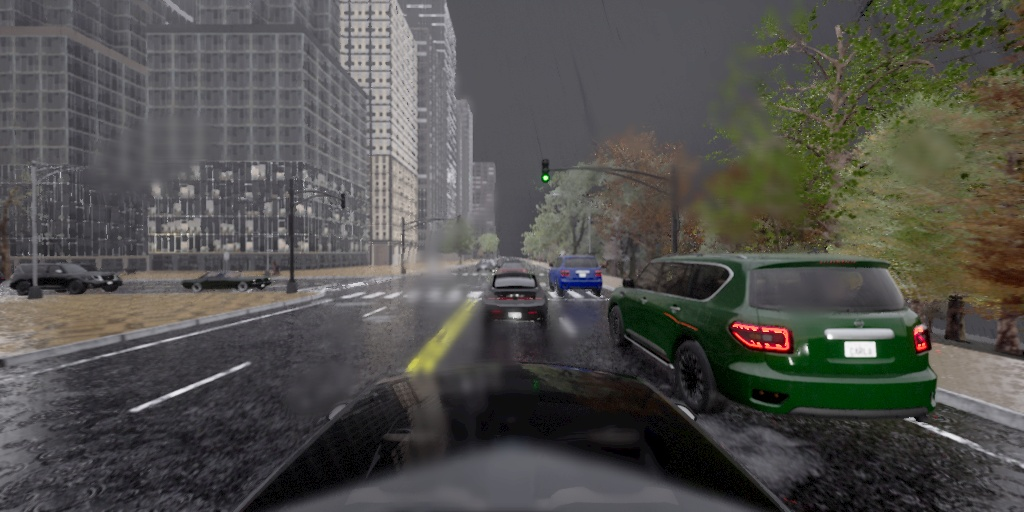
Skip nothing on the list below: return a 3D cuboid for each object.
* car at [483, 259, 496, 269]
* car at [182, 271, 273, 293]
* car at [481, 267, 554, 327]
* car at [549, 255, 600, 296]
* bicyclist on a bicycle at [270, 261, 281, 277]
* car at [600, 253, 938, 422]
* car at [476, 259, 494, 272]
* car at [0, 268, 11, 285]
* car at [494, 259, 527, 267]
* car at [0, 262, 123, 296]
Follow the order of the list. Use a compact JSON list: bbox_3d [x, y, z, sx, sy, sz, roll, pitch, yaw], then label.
[{"bbox_3d":[-3.500,1.273,56.213,1.812,1.442,4.674,0,0,0],"label":"car"},{"bbox_3d":[-18.486,1.656,23.460,4.718,1.301,1.895,-1,0,0],"label":"car"},{"bbox_3d":[0.067,1.254,11.460,1.837,1.490,4.892,0,0,0],"label":"car"},{"bbox_3d":[3.285,0.973,19.358,2.150,2.045,5.566,0,0,0],"label":"car"},{"bbox_3d":[-24.771,1.332,37.558,0.582,1.620,1.656,-1,1,0],"label":"bicyclist on a bicycle"},{"bbox_3d":[3.332,0.974,6.120,2.150,2.045,5.566,0,0,0],"label":"car"},{"bbox_3d":[-3.492,1.240,46.529,2.128,1.511,4.902,0,0,0],"label":"car"},{"bbox_3d":[-50.338,1.975,33.388,4.892,1.490,1.837,-1,0,1],"label":"car"},{"bbox_3d":[0.012,1.121,25.762,2.097,1.767,4.553,0,0,0],"label":"car"},{"bbox_3d":[-29.059,1.443,23.465,5.566,2.045,2.150,-1,0,0],"label":"car"}]
